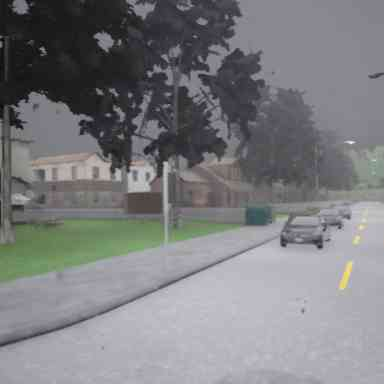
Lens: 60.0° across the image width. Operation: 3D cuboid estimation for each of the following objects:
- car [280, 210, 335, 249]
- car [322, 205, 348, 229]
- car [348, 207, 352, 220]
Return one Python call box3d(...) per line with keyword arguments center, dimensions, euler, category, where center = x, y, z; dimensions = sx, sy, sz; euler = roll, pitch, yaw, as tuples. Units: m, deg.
box3d(center=(5.691, 1.835, 16.394), dimensions=(1.812, 1.442, 4.674), euler=(-2, -2, 28), category="car")
box3d(center=(10.511, 1.968, 25.310), dimensions=(1.812, 1.442, 4.674), euler=(-2, -2, 28), category="car")
box3d(center=(15.418, 2.102, 34.333), dimensions=(1.812, 1.442, 4.674), euler=(-2, -2, 29), category="car")
